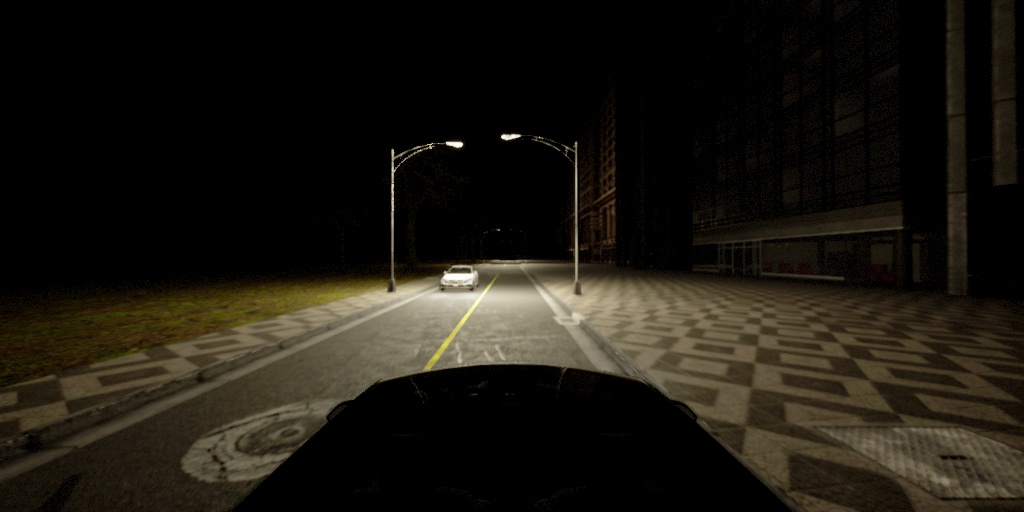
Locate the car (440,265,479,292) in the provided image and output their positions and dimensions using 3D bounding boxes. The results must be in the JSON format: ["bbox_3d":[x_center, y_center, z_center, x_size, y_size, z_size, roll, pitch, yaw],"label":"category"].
[{"bbox_3d":[-3.000,1.279,21.371,1.812,1.442,4.674,0,0,0],"label":"car"}]
